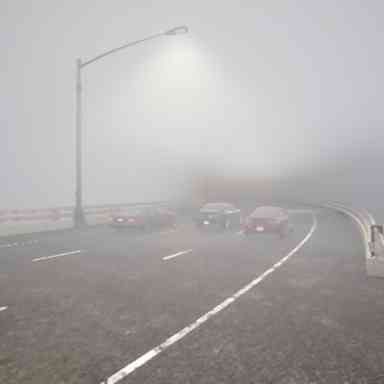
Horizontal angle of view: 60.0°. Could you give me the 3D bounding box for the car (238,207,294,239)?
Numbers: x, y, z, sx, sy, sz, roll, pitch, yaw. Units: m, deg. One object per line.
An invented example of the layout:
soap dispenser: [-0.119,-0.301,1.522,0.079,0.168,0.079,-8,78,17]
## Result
car: [4.020,1.471,16.947,1.812,1.442,4.674,0,0,25]

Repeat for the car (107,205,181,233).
car: [-2.585,1.467,19.204,2.033,1.411,5.357,0,0,25]

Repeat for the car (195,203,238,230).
car: [1.777,1.431,20.535,1.837,1.490,4.892,0,0,24]
